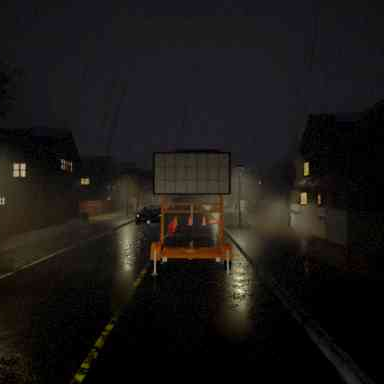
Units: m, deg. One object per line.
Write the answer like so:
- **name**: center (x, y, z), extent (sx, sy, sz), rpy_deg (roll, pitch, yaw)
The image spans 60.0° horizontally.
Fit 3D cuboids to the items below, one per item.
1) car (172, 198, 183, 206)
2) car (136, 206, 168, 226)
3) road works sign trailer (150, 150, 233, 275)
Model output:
- **car**: center (-2.743, 1.841, 62.784), extent (1.882, 1.535, 5.008), rpy_deg (0, -1, 0)
- **car**: center (-2.847, 1.672, 24.071), extent (1.895, 1.301, 4.718), rpy_deg (0, 0, 0)
- **road works sign trailer**: center (-0.002, 0.484, 10.454), extent (2.380, 3.560, 2.880), rpy_deg (0, 0, 1)
